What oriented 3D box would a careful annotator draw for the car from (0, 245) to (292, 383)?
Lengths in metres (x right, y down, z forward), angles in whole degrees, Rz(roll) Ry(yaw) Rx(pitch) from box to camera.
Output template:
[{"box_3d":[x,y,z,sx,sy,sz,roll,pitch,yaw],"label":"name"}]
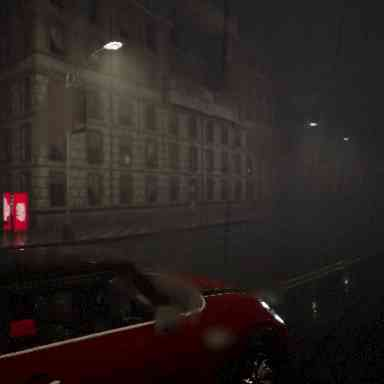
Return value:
[{"box_3d":[-1.113,1.348,3.301,4.553,1.767,2.097,0,0,-34],"label":"car"}]
